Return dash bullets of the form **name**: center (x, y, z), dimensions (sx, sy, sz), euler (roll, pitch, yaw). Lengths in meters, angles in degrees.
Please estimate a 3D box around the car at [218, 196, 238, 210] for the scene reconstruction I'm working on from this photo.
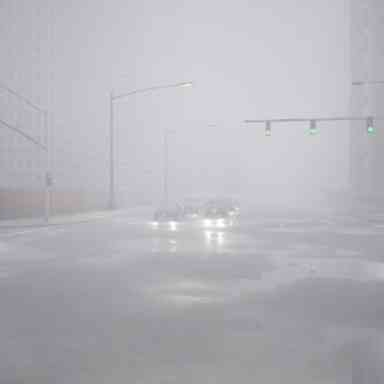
- **car**: center (4.219, 1.505, 40.326), dimensions (1.837, 1.490, 4.892), euler (0, 0, 11)

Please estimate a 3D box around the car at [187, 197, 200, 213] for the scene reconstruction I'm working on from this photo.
- **car**: center (-0.091, 1.352, 36.637), dimensions (2.097, 1.767, 4.553), euler (0, 0, 11)

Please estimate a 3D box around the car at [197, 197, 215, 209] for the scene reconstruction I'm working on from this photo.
- **car**: center (2.080, 1.478, 47.513), dimensions (1.882, 1.535, 5.008), euler (0, 0, 11)

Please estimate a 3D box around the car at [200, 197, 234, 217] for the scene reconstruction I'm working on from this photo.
- **car**: center (2.420, 1.492, 31.289), dimensions (2.128, 1.511, 4.902), euler (0, 0, 11)

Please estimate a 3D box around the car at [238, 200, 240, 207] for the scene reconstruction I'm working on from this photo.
- **car**: center (6.183, 1.526, 50.162), dimensions (1.812, 1.442, 4.674), euler (0, 0, 11)

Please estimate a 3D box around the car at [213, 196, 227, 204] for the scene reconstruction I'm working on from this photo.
- **car**: center (5.361, 1.549, 63.502), dimensions (2.033, 1.411, 5.357), euler (0, 0, 11)

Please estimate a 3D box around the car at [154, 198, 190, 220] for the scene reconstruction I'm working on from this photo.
- **car**: center (-1.782, 1.526, 28.002), dimensions (1.812, 1.442, 4.674), euler (0, 0, 11)
